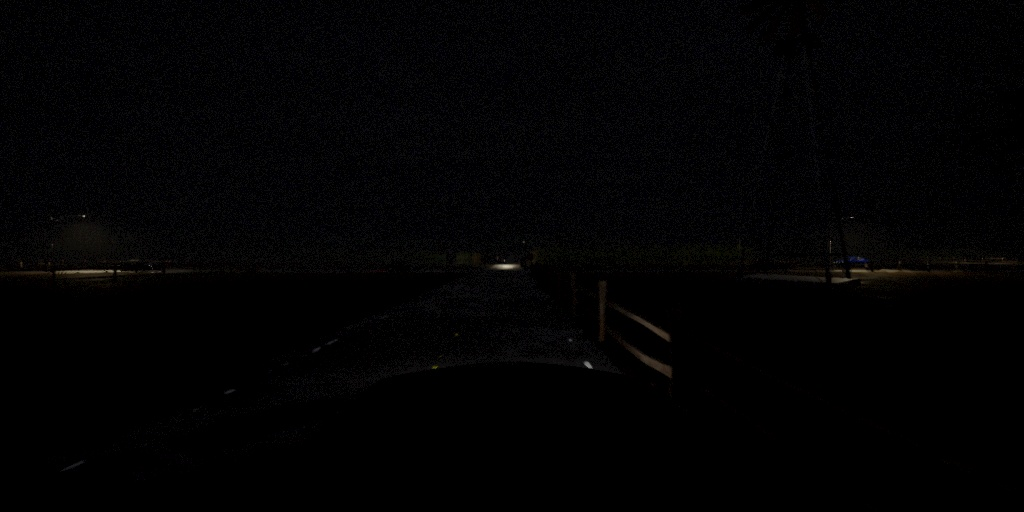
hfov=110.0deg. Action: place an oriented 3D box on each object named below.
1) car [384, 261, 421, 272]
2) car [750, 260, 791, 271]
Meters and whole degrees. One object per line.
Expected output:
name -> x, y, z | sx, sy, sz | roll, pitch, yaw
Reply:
car -> -15.011, 1.433, 49.141 | 4.892, 1.490, 1.837 | 2, 1, 0
car -> 35.529, 1.256, 49.197 | 5.008, 1.535, 1.882 | 0, 1, 0
